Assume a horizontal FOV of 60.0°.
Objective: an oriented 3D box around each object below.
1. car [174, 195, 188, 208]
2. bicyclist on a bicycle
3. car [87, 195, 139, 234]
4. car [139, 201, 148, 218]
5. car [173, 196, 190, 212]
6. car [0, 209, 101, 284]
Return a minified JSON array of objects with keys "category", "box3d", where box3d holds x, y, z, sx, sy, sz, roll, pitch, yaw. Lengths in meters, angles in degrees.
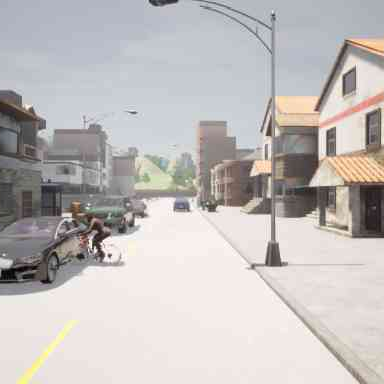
[{"category":"car","box3d":[-1.614,1.352,49.695,2.097,1.767,4.553,0,0,-1]},{"category":"bicyclist on a bicycle","box3d":[-2.983,1.475,10.160,1.656,1.620,0.582,2,0,-2]},{"category":"car","box3d":[-4.718,1.221,19.528,2.150,2.045,5.566,0,0,-2]},{"category":"car","box3d":[-5.049,1.526,29.942,1.812,1.442,4.674,0,0,-2]},{"category":"car","box3d":[-1.225,1.477,39.259,1.882,1.535,5.008,0,0,-2]},{"category":"car","box3d":[-4.380,1.492,9.642,2.128,1.511,4.902,0,0,-2]}]
